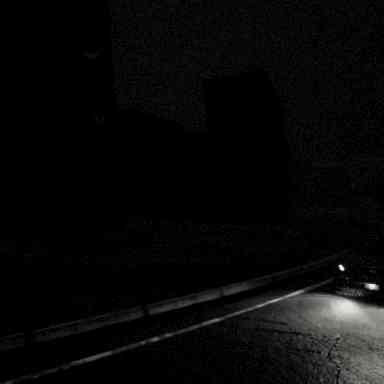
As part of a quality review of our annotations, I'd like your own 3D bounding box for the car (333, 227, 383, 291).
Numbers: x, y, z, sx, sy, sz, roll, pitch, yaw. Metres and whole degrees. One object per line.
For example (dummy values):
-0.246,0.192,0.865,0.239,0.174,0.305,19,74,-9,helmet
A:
5.736,1.668,9.020,5.357,1.411,2.033,1,-2,-45,car
